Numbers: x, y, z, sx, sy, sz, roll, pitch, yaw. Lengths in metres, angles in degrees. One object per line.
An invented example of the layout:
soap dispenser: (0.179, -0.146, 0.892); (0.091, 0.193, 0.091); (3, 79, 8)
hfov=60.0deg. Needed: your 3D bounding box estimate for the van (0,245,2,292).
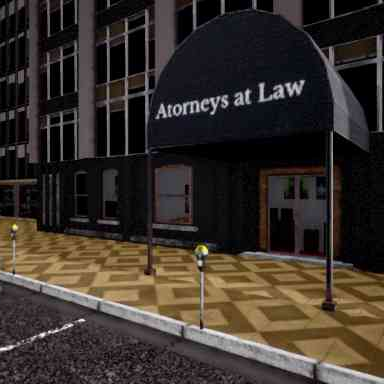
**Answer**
van: (-5.576, 1.341, 6.853); (3.998, 1.788, 1.690); (0, 0, 36)
